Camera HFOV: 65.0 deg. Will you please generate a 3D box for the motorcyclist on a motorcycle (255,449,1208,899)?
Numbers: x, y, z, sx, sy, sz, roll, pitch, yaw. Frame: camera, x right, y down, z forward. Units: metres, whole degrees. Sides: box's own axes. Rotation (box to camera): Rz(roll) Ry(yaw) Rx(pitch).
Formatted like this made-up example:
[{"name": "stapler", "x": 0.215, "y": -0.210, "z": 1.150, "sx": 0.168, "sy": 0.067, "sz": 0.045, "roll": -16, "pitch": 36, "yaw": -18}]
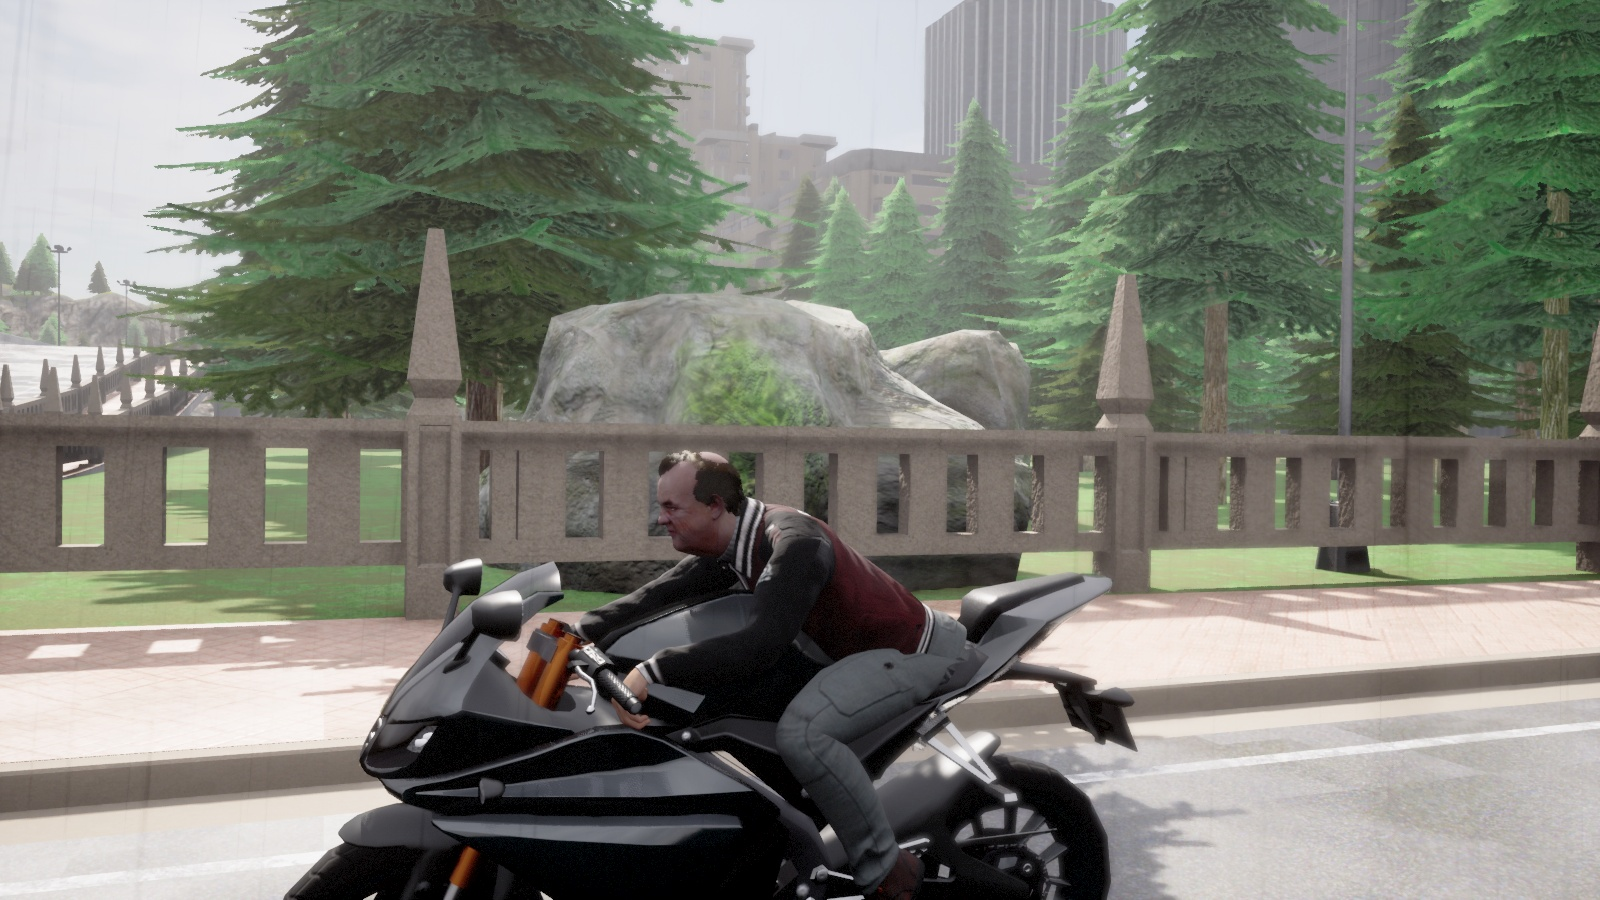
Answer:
[{"name": "motorcyclist on a motorcycle", "x": -0.153, "y": 0.783, "z": 3.181, "sx": 2.191, "sy": 1.530, "sz": 0.866, "roll": -1, "pitch": 1, "yaw": -21}]
